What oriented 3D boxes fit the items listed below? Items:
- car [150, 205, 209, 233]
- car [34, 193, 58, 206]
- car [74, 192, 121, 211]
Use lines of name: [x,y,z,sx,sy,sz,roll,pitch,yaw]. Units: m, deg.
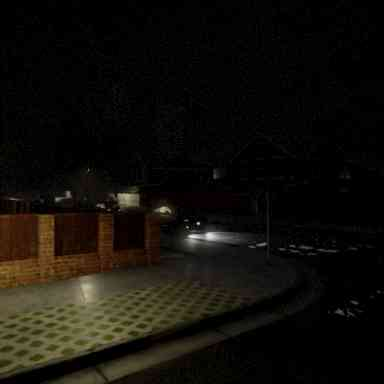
car: [-0.963,1.446,18.903,1.994,1.385,4.181,-2,2,-41]
car: [-18.129,0.965,41.291,2.097,1.767,4.553,-2,2,-34]
car: [-7.924,1.006,27.331,2.150,2.045,5.566,-2,1,-38]
